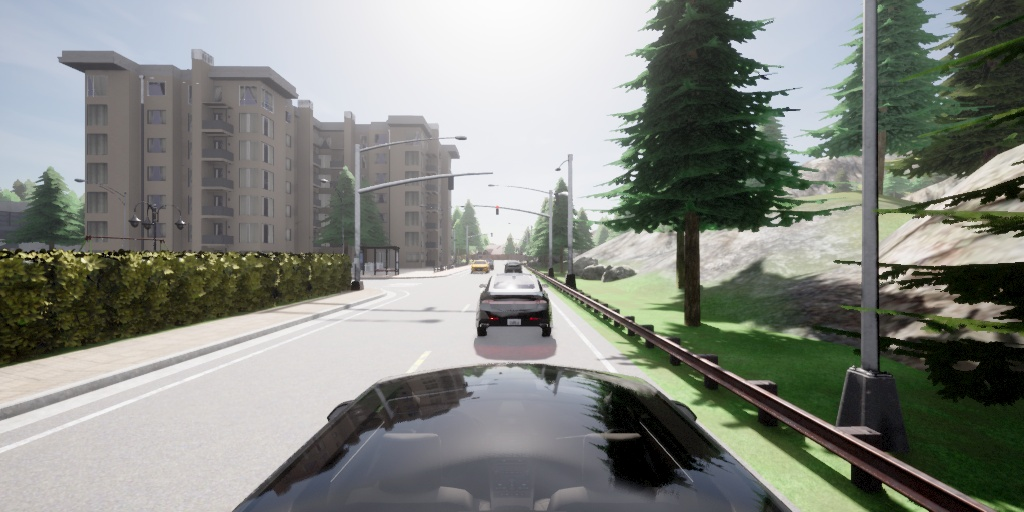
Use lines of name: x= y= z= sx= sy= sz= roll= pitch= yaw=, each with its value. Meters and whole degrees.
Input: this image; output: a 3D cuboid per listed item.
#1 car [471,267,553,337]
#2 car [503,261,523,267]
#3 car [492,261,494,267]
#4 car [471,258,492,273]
car: x=0.057 y=1.242 z=10.312 sx=2.128 sy=1.511 sz=4.902 roll=0 pitch=0 yaw=0
car: x=0.101 y=1.255 z=39.401 sx=1.837 sy=1.490 sz=4.892 roll=0 pitch=0 yaw=-1
car: x=-3.713 y=1.102 z=51.913 sx=2.097 sy=1.767 sz=4.553 roll=0 pitch=0 yaw=0
car: x=-3.698 y=1.228 z=42.302 sx=1.882 sy=1.535 sz=5.008 roll=0 pitch=0 yaw=0
